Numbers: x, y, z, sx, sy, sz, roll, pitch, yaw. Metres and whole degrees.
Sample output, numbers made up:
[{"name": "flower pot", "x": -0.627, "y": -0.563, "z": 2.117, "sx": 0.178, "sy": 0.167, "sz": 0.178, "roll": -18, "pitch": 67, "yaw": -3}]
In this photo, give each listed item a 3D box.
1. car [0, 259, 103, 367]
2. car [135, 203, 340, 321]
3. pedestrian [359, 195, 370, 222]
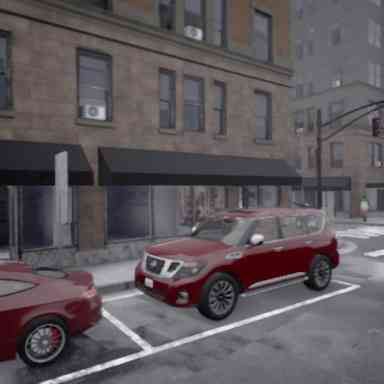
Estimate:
[{"name": "car", "x": -3.269, "y": 1.582, "z": 4.210, "sx": 4.206, "sy": 1.307, "sz": 1.802, "roll": 0, "pitch": -1, "yaw": -35}, {"name": "car", "x": 1.273, "y": 1.314, "z": 7.454, "sx": 5.009, "sy": 1.841, "sz": 2.192, "roll": 0, "pitch": -1, "yaw": -35}, {"name": "pedestrian", "x": 12.365, "y": 1.147, "z": 23.803, "sx": 0.375, "sy": 1.860, "sz": 0.375, "roll": -1, "pitch": 1, "yaw": -36}]
